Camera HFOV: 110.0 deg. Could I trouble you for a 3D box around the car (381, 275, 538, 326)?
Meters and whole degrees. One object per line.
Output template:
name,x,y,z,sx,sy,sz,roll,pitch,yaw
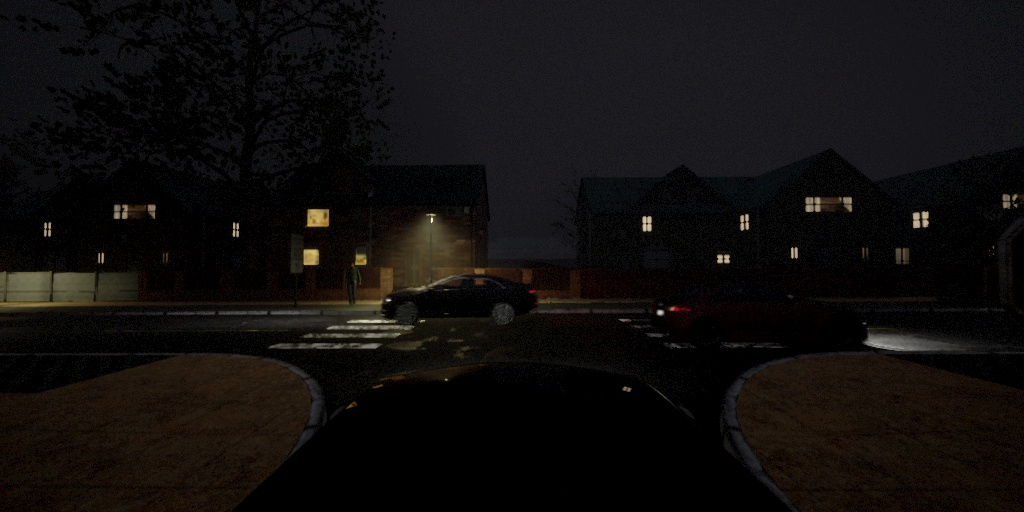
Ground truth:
car,-1.625,1.342,11.478,4.902,1.511,2.128,0,-1,2

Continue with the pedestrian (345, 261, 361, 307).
pedestrian,-6.486,1.109,14.539,0.375,1.860,0.375,0,-1,2

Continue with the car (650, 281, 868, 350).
car,5.457,1.272,8.321,4.181,1.385,1.994,-1,-1,2
